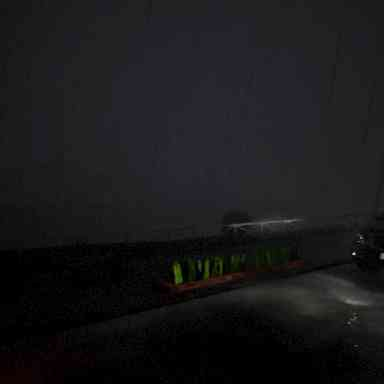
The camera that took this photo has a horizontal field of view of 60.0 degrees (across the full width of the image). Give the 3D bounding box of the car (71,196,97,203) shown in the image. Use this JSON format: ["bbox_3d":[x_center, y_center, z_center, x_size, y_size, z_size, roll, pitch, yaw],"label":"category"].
[{"bbox_3d":[-21.157,1.470,65.028,4.892,1.490,1.837,0,0,-36],"label":"car"}]

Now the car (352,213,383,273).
[{"bbox_3d":[6.893,1.199,9.528,5.566,2.045,2.150,0,0,-35],"label":"car"}]
